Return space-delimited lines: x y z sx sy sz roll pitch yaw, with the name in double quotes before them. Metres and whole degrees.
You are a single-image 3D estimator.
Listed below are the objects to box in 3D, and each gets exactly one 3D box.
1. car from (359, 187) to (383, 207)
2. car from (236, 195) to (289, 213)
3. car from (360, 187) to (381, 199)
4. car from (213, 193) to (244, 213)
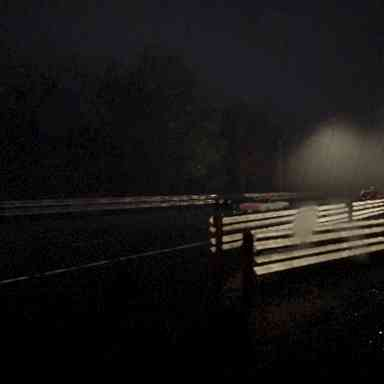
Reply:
"car" 20.177 0.623 36.753 2.097 1.767 4.553 0 1 43
"car" 5.847 1.109 26.324 1.895 1.301 4.718 0 1 43
"car" 32.615 0.093 60.641 2.150 2.045 5.566 0 1 43
"car" 3.876 0.838 29.351 2.097 1.767 4.553 0 1 43
